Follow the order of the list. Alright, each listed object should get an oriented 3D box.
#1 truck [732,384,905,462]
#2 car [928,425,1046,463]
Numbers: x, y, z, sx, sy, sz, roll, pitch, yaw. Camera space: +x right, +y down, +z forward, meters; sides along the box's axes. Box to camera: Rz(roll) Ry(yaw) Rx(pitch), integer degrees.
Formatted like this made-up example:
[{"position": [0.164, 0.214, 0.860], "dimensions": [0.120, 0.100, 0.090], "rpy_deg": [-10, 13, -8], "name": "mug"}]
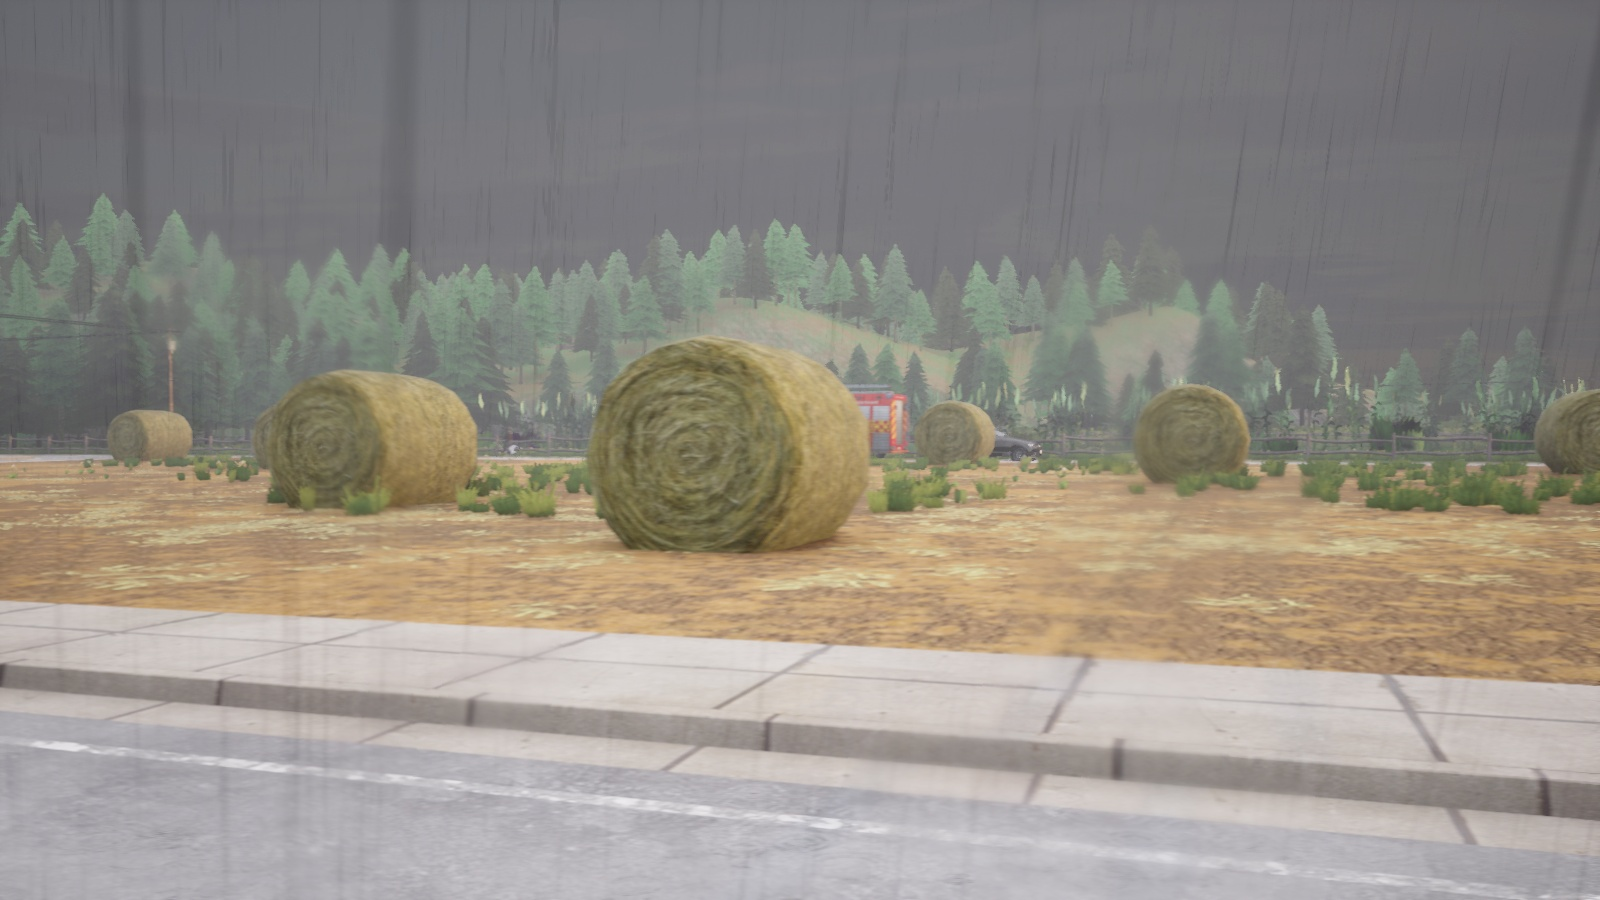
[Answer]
[{"position": [0.954, -1.384, 65.011], "dimensions": [8.468, 3.827, 2.891], "rpy_deg": [1, 1, 22], "name": "truck"}, {"position": [8.646, -0.300, 58.065], "dimensions": [5.027, 1.651, 2.152], "rpy_deg": [1, 1, 22], "name": "car"}]
